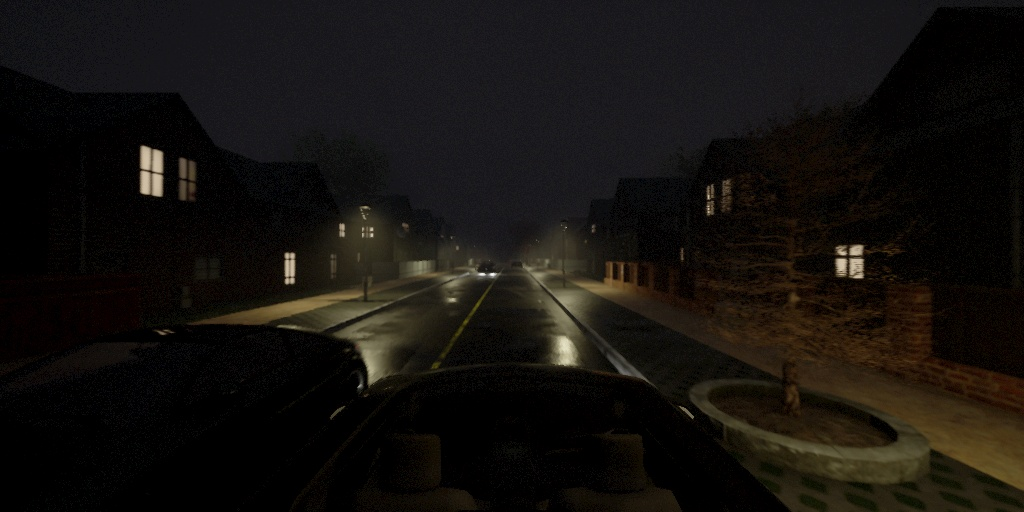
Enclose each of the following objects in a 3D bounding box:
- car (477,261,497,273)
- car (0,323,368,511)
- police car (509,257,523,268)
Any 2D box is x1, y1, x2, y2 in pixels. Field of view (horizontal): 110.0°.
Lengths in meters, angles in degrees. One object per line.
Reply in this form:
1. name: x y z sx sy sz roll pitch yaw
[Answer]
1. car: -2.833 1.260 41.647 1.994 1.385 4.181 0 0 0
2. car: -2.839 1.309 2.909 1.994 1.385 4.181 0 0 0
3. police car: 0.824 1.190 61.226 1.930 1.638 5.238 0 0 0
